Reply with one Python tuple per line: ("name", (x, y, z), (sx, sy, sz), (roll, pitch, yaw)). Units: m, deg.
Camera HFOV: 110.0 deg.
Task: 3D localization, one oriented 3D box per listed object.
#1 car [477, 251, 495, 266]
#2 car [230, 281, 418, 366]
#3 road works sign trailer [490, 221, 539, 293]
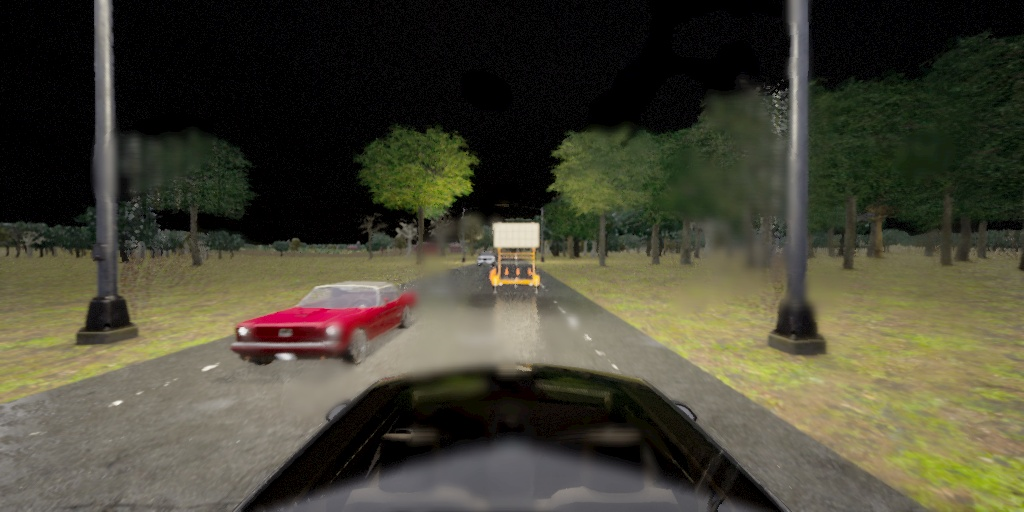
("car", (-3.522, 0.338, 49.816), (2.150, 2.045, 5.566), (0, 1, 1))
("car", (-3.593, 1.265, 7.905), (1.895, 1.301, 4.718), (0, 1, 0))
("road works sign trailer", (0.234, -0.020, 18.771), (2.380, 3.560, 2.880), (0, 0, 2))
